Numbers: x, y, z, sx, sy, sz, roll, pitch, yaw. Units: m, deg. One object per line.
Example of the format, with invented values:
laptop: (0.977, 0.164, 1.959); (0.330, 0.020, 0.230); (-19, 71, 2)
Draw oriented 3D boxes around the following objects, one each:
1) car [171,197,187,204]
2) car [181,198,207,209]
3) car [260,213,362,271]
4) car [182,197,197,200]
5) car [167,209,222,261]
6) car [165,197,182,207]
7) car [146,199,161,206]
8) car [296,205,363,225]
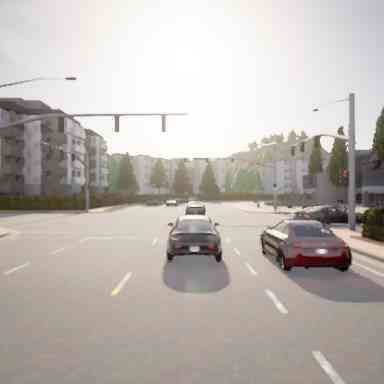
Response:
car: (-2.932, 1.912, 74.813); (1.994, 1.385, 4.181); (0, 0, 22)
car: (0.371, 1.646, 32.213); (2.128, 1.511, 4.902); (0, 0, 1)
car: (3.579, 1.618, 11.163); (1.994, 1.385, 4.181); (0, 0, 0)
car: (0.116, 1.851, 73.048); (1.837, 1.490, 4.892); (0, 0, 22)
car: (0.059, 1.586, 12.449); (1.812, 1.442, 4.674); (0, 0, -1)
car: (-3.450, 1.824, 57.626); (2.033, 1.411, 5.357); (0, 0, 2)
car: (-6.812, 1.885, 59.131); (1.895, 1.301, 4.718); (0, 0, 4)
car: (9.925, 1.660, 23.515); (5.357, 1.411, 2.033); (0, 0, -13)
